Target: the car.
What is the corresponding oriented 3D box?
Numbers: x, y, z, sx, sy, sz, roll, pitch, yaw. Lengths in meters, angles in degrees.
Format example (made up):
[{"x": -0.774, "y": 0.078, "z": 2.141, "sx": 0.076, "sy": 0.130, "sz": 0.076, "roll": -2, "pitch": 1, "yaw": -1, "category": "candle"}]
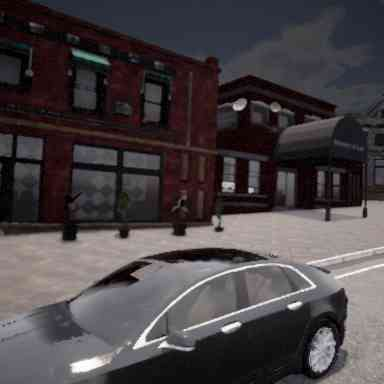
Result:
[{"x": -0.082, "y": 1.506, "z": 3.931, "sx": 4.892, "sy": 1.490, "sz": 1.837, "roll": 0, "pitch": 0, "yaw": -35, "category": "car"}]
